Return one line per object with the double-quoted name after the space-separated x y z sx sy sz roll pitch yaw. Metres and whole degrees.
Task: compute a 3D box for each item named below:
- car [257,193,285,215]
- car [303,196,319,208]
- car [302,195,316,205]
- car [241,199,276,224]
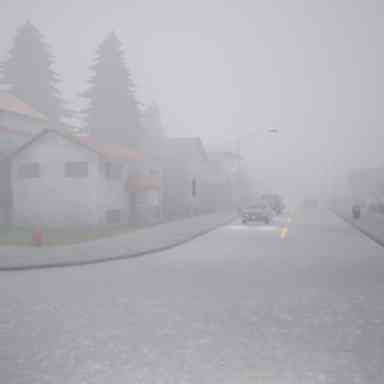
8.018 1.183 34.048 2.150 2.045 5.566 -1 0 18 "car"
16.367 1.343 45.908 1.882 1.535 5.008 -1 0 18 "car"
19.653 1.332 56.163 2.128 1.511 4.902 -1 0 18 "car"
4.863 1.491 24.508 1.837 1.490 4.892 -1 0 18 "car"
